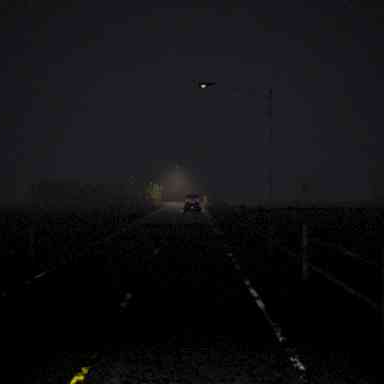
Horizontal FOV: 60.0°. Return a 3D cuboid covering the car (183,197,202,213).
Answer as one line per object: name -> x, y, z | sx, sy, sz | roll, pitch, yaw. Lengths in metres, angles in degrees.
car -> 0.049, 1.612, 37.087 | 1.994, 1.385, 4.181 | 0, 0, 0

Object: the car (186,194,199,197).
car -> 0.065, 1.278, 47.293 | 2.150, 2.045, 5.566 | 0, 0, 0
